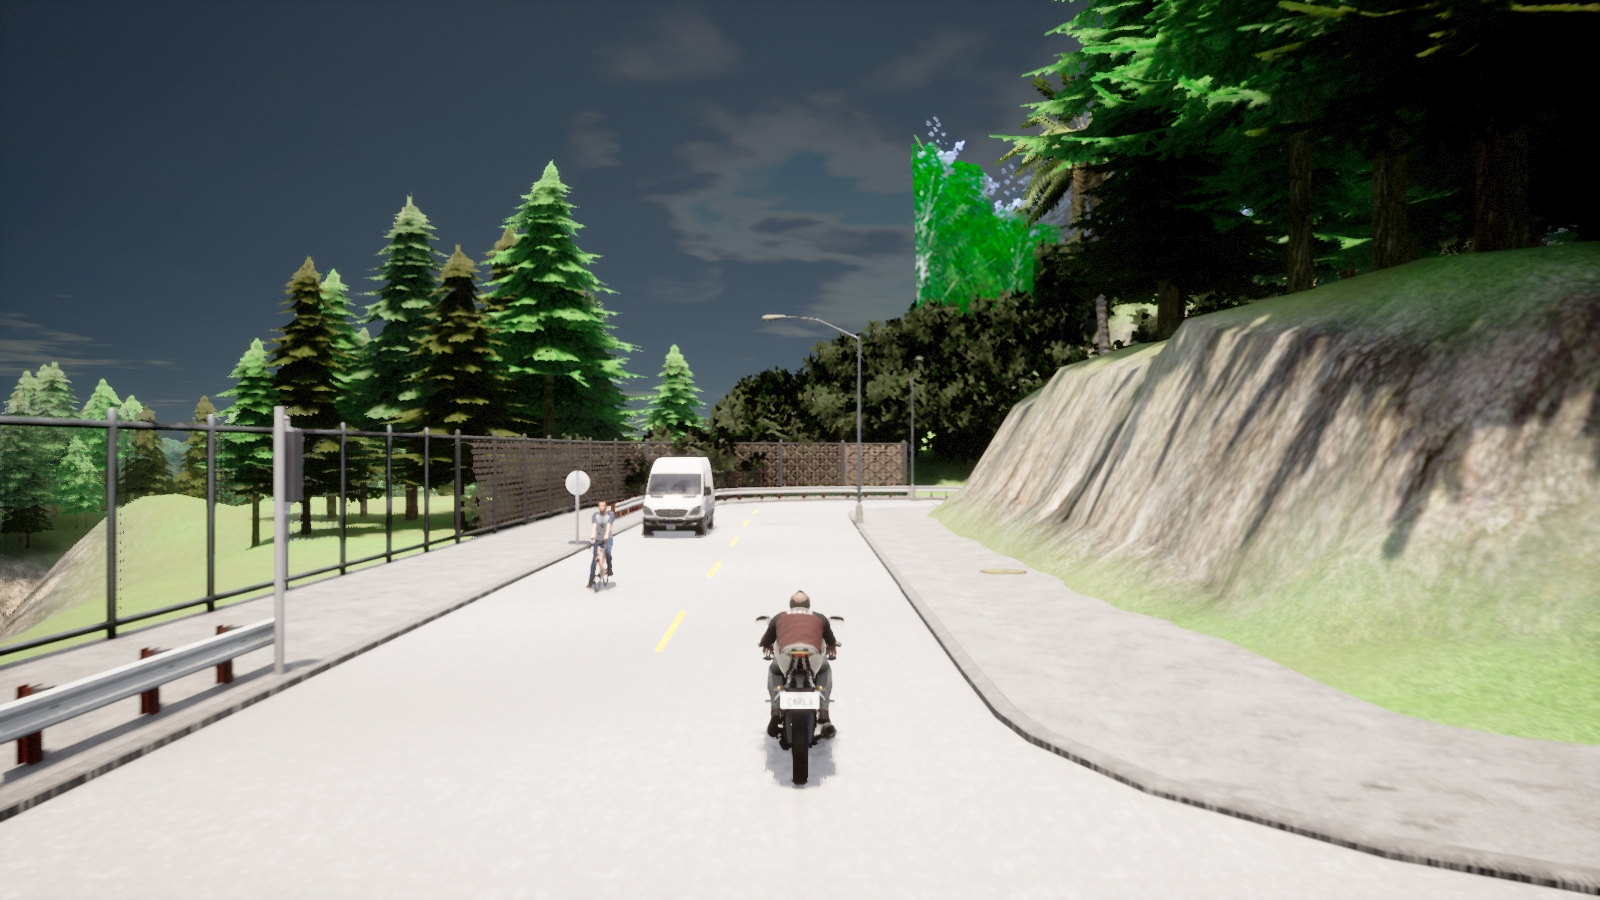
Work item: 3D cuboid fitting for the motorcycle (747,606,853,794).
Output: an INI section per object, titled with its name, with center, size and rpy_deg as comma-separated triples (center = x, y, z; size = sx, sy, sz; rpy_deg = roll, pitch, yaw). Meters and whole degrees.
[motorcycle]
center = -0.002, 2.206, 10.496
size = 0.867, 1.251, 2.209
rpy_deg = 0, 0, 0

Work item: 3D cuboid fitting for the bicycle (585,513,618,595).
[bicycle]
center = -3.997, 2.058, 23.024
size = 0.373, 1.496, 1.643
rpy_deg = 0, 0, 0

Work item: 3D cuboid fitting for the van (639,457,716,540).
[van]
center = -4.031, 1.538, 38.529
size = 1.988, 2.561, 5.915
rpy_deg = 0, 0, 0
